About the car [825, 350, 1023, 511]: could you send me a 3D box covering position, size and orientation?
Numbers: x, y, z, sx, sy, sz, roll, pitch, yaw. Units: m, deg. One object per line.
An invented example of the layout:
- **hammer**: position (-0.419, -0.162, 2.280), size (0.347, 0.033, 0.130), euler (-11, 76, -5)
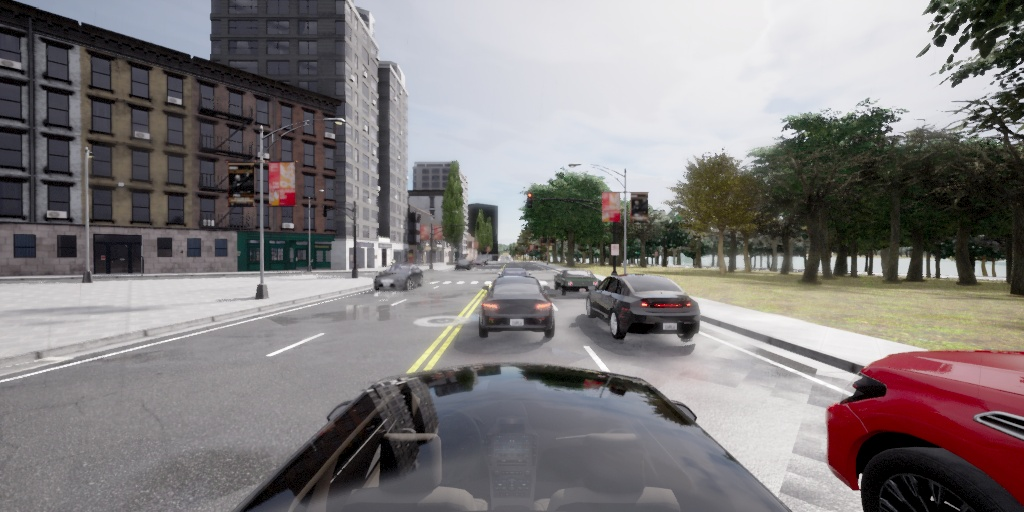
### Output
- **car**: position (3.347, 0.972, 0.189), size (2.150, 2.045, 5.566), euler (0, 0, 0)

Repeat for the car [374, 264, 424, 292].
- **car**: position (-6.557, 1.237, 21.240), size (2.128, 1.511, 4.902), euler (0, 0, 0)

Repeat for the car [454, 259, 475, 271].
- **car**: position (-6.495, 1.214, 48.153), size (1.882, 1.535, 5.008), euler (0, 0, 0)

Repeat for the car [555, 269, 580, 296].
- **car**: position (3.389, 1.347, 19.365), size (1.895, 1.301, 4.718), euler (0, 0, 0)

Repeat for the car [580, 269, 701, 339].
- **car**: position (3.367, 1.253, 10.052), size (1.837, 1.490, 4.892), euler (0, 0, 0)

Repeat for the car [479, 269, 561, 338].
- **car**: position (0.121, 1.274, 10.091), size (1.812, 1.442, 4.674), euler (0, 0, 0)
